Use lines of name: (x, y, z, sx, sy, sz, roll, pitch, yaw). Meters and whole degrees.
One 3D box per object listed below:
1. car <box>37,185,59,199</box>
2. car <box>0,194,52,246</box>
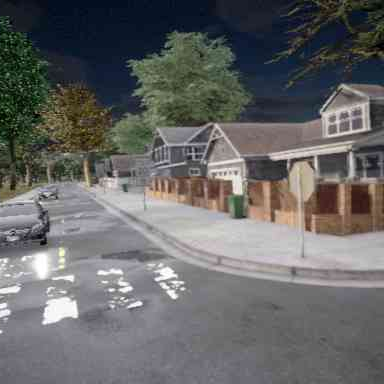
car: (-15.520, -0.012, 36.024, 2.128, 1.511, 4.902, -5, 4, -21)
car: (-6.398, 1.090, 12.471, 1.812, 1.442, 4.674, -5, 4, -21)
